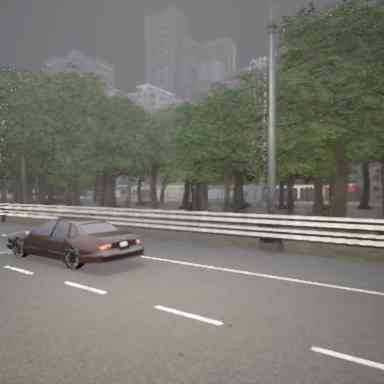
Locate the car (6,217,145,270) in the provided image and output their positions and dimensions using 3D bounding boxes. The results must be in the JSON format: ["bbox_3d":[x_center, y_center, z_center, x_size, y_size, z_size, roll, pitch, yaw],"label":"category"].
[{"bbox_3d":[-4.007,1.545,11.028,5.357,1.411,2.033,0,0,36],"label":"car"}]
